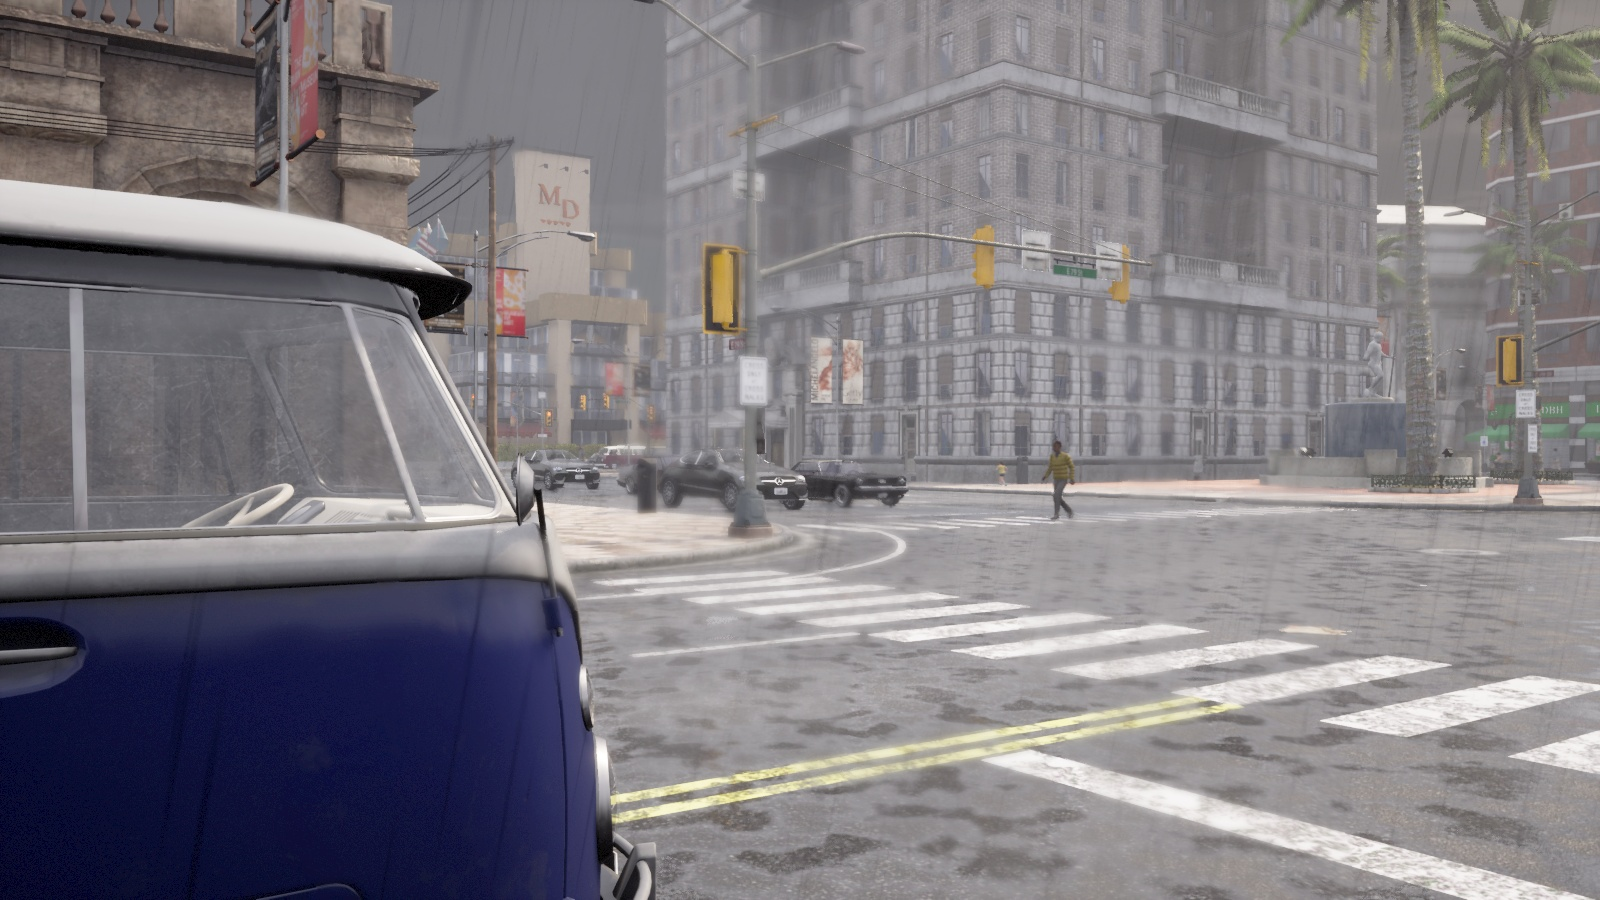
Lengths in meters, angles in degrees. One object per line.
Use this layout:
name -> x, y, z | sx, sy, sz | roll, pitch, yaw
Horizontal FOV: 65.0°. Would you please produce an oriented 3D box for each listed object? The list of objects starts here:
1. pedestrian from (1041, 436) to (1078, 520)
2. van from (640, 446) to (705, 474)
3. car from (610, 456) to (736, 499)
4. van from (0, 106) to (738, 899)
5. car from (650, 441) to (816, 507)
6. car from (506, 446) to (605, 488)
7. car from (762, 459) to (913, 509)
pedestrian -> 5.757, 0.605, 27.908 | 0.709, 1.840, 0.431 | 0, 0, -35
van -> -9.373, 0.744, 92.422 | 4.442, 1.987, 1.775 | 0, 0, -36
car -> -4.522, 0.909, 43.887 | 2.033, 1.411, 5.357 | 0, 0, -35
van -> -2.452, 0.508, 1.947 | 4.442, 1.987, 1.775 | 0, 0, -35
car -> -1.910, 0.611, 34.029 | 2.152, 1.651, 5.027 | 0, 0, -35
car -> -10.185, 0.672, 51.933 | 2.152, 1.651, 5.027 | 0, 0, -35
car -> 0.999, 0.931, 36.006 | 1.895, 1.301, 4.718 | 0, 0, -35
